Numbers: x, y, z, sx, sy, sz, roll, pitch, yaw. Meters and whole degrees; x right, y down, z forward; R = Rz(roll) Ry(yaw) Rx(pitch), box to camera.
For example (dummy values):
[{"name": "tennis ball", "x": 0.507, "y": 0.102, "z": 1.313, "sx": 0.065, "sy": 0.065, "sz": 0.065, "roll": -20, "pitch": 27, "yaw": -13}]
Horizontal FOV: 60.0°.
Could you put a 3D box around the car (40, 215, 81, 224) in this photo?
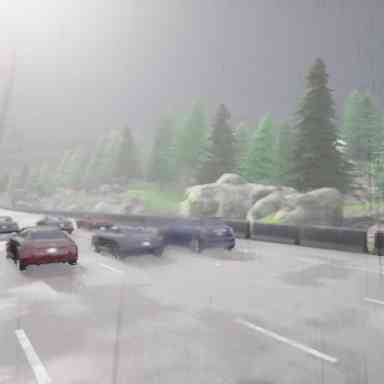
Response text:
[{"name": "car", "x": -10.462, "y": 2.437, "z": 25.149, "sx": 2.033, "sy": 1.411, "sz": 5.357, "roll": 2, "pitch": -3, "yaw": -35}]

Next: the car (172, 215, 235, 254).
[{"name": "car", "x": 0.023, "y": 1.944, "z": 16.641, "sx": 2.097, "sy": 1.767, "sz": 4.553, "roll": 2, "pitch": -3, "yaw": -35}]

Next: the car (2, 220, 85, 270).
[{"name": "car", "x": -5.879, "y": 1.999, "z": 12.857, "sx": 1.994, "sy": 1.385, "sz": 4.181, "roll": 2, "pitch": -3, "yaw": -35}]

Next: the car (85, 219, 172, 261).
[{"name": "car", "x": -2.966, "y": 2.080, "z": 14.797, "sx": 1.994, "sy": 1.385, "sz": 4.181, "roll": 2, "pitch": -3, "yaw": -35}]

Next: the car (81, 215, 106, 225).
[{"name": "car", "x": -8.510, "y": 2.620, "z": 28.449, "sx": 1.895, "sy": 1.301, "sz": 4.718, "roll": 2, "pitch": -3, "yaw": -35}]

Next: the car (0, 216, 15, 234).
[{"name": "car", "x": -13.303, "y": 2.352, "z": 23.106, "sx": 2.033, "sy": 1.411, "sz": 5.357, "roll": 2, "pitch": -3, "yaw": -35}]
